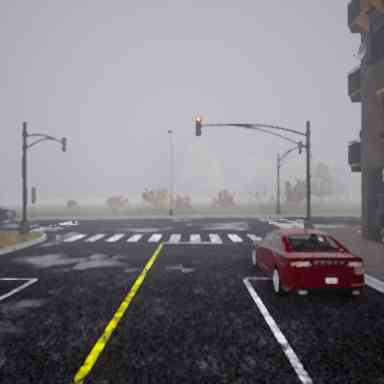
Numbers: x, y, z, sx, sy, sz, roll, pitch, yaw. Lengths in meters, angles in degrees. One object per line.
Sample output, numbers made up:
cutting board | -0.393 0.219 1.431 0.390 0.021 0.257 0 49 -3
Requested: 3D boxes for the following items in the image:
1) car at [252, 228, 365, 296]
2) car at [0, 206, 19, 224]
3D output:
car | 2.714 1.601 8.684 1.887 1.381 4.507 0 0 0
car | -16.681 1.850 26.880 4.902 1.511 2.128 -1 -1 0
